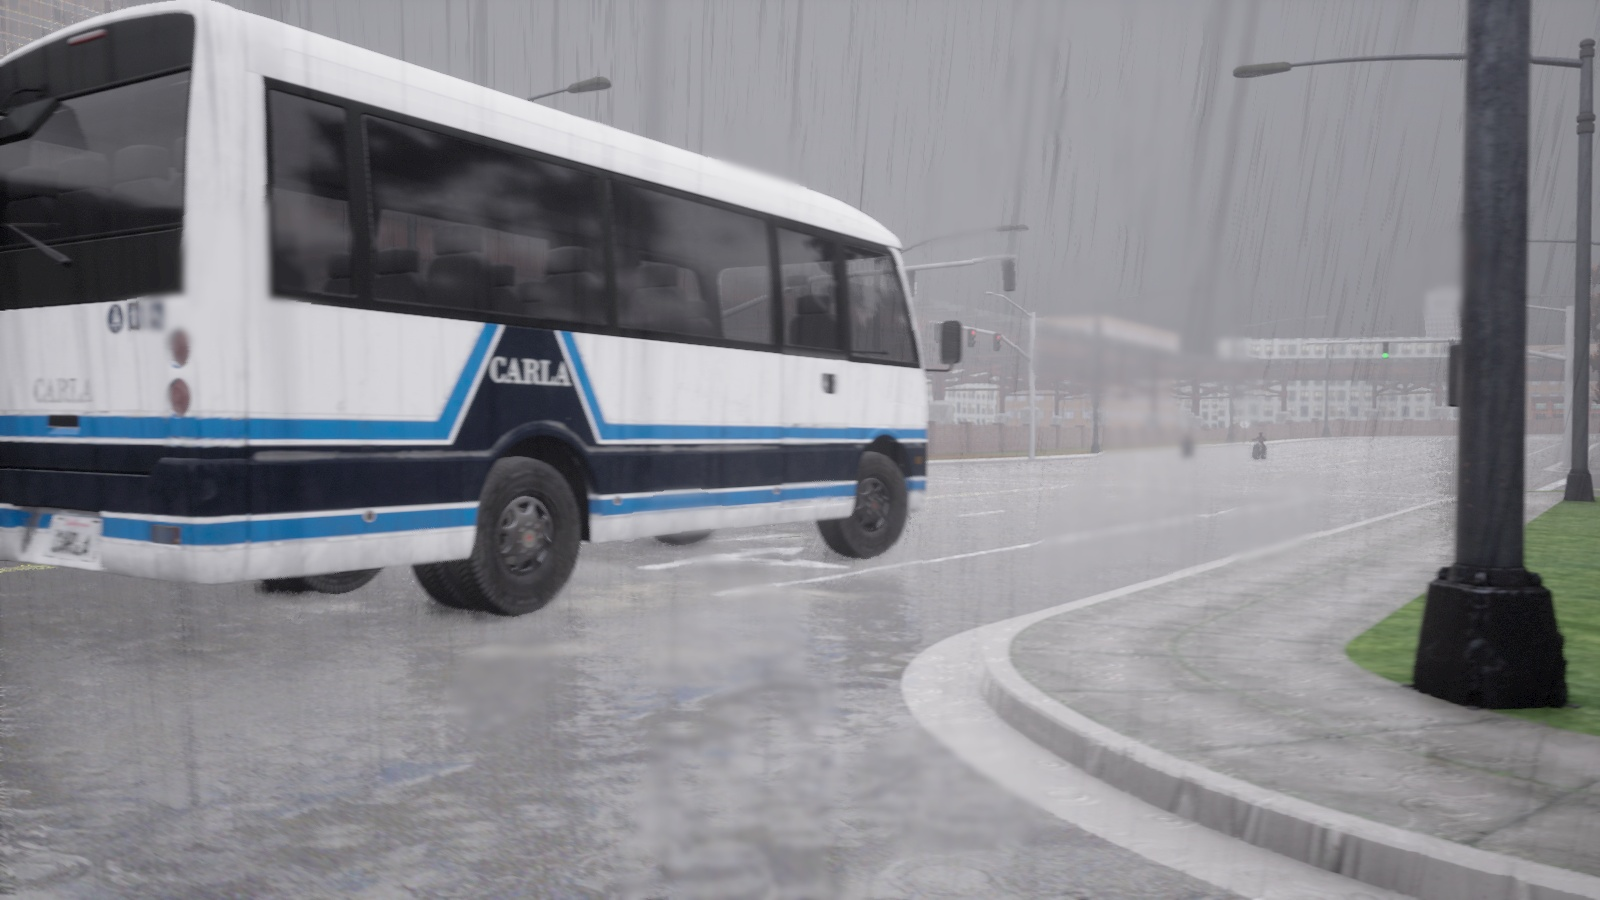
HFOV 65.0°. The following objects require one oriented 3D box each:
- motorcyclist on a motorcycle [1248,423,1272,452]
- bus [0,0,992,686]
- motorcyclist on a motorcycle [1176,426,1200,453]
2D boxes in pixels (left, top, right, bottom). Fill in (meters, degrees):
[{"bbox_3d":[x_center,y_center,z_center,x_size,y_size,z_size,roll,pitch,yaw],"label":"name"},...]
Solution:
[{"bbox_3d":[26.922,-0.721,73.516,0.766,1.649,2.350,0,2,34],"label":"motorcyclist on a motorcycle"},{"bbox_3d":[-1.948,-0.807,12.864,3.944,4.253,10.273,0,1,32],"label":"bus"},{"bbox_3d":[22.769,-0.624,73.627,0.797,1.523,2.044,0,2,34],"label":"motorcyclist on a motorcycle"}]
